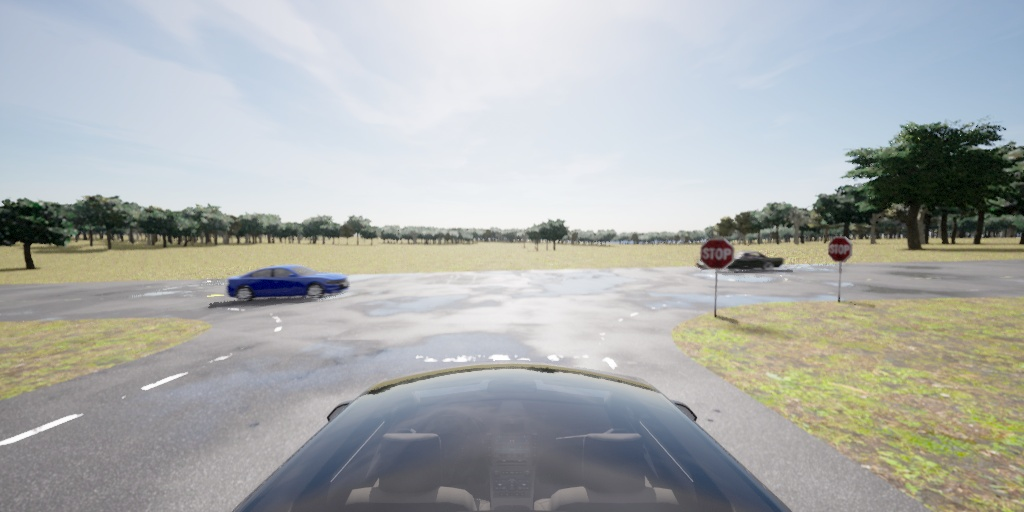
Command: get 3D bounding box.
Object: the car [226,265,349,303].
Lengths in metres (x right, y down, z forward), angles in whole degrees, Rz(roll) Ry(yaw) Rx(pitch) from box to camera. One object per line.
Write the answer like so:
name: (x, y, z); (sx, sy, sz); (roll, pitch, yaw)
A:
car: (-10.097, 1.150, 16.318); (5.008, 1.535, 1.882); (-2, 3, 0)

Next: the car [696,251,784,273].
car: (14.703, 0.340, 23.335); (4.718, 1.301, 1.895); (-1, 3, 0)
